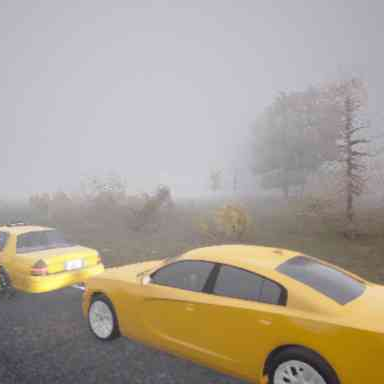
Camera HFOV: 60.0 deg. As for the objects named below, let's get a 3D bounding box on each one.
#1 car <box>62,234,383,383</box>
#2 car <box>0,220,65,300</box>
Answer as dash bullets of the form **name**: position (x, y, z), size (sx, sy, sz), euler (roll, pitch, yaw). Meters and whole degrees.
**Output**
- **car**: position (0.452, 1.521, 4.845), size (5.008, 1.535, 1.882), euler (0, -1, 36)
- **car**: position (-4.541, 1.504, 8.506), size (5.366, 1.575, 1.801), euler (0, -1, 36)
